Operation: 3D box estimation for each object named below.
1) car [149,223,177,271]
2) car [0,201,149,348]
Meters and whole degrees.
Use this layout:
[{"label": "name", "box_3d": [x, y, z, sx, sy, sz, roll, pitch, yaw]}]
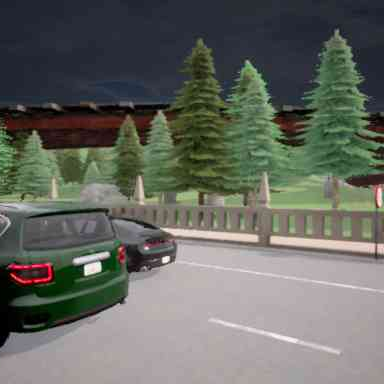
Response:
[{"label": "car", "box_3d": [-2.733, 1.448, 9.645, 4.892, 1.490, 1.837, 0, 0, 31]}, {"label": "car", "box_3d": [-3.707, 1.186, 6.200, 5.566, 2.045, 2.150, 0, 0, 32]}]
